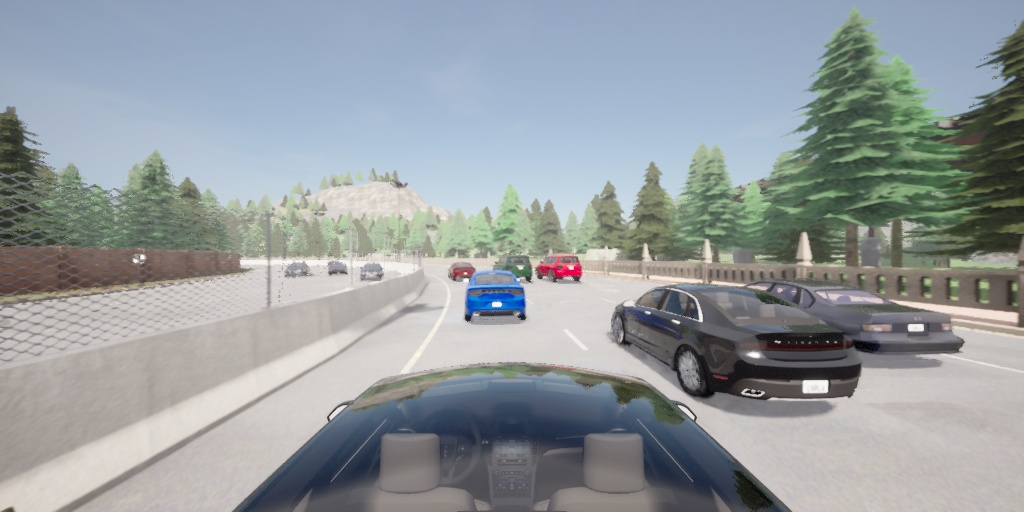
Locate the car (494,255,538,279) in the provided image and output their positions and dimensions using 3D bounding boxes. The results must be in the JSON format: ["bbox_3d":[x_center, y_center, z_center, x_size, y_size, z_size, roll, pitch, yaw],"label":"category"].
[{"bbox_3d":[-0.046,0.963,28.310,2.150,2.045,5.566,0,0,-15],"label":"car"}]

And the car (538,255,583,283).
[{"bbox_3d":[3.590,0.953,28.249,2.150,2.045,5.566,0,0,-14],"label":"car"}]

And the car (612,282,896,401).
[{"bbox_3d":[3.337,1.244,6.512,1.837,1.490,4.892,0,0,-3],"label":"car"}]

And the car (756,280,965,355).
[{"bbox_3d":[6.757,1.277,8.657,2.033,1.411,5.357,0,0,-4],"label":"car"}]

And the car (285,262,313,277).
[{"bbox_3d":[-21.278,1.323,35.886,1.812,1.442,4.674,0,0,-23],"label":"car"}]

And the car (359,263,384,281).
[{"bbox_3d":[-11.849,1.299,30.572,1.812,1.442,4.674,0,0,-19],"label":"car"}]

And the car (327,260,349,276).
[{"bbox_3d":[-18.601,1.337,38.587,2.033,1.411,5.357,0,0,-24],"label":"car"}]

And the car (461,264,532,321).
[{"bbox_3d":[-0.682,1.226,12.645,1.882,1.535,5.008,0,0,-6],"label":"car"}]

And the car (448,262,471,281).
[{"bbox_3d":[-4.352,1.230,30.617,1.882,1.535,5.008,0,0,-16],"label":"car"}]
